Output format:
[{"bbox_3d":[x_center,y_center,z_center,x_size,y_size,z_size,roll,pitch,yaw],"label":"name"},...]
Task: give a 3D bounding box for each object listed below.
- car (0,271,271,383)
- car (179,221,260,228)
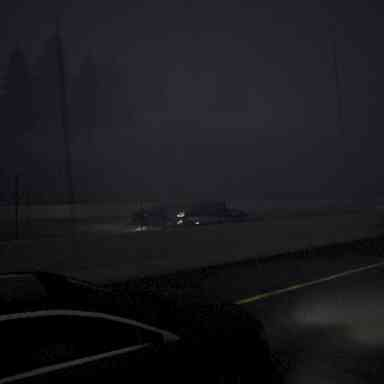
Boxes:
[{"bbox_3d":[-1.402,1.496,2.835,4.902,1.511,2.128,0,0,-35],"label":"car"},{"bbox_3d":[1.567,1.602,18.184,4.718,1.301,1.895,0,0,-36],"label":"car"}]
